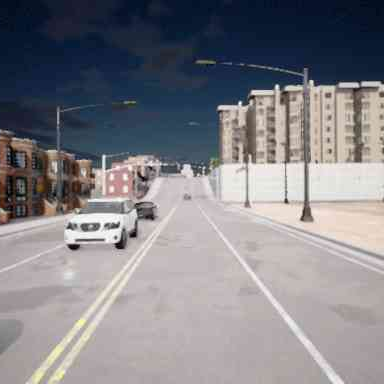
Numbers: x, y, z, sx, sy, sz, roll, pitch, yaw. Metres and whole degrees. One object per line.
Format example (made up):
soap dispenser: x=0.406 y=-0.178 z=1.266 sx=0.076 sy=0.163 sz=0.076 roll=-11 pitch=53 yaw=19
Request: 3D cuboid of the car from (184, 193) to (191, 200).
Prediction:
car: x=-1.187 y=1.111 z=86.241 sx=2.128 sy=1.511 sz=4.902 roll=-1 pitch=5 yaw=-1

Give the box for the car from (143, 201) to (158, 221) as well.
car: x=-3.940 y=1.517 z=27.907 sx=1.882 sy=1.535 sz=5.008 roll=-1 pitch=0 yaw=-1

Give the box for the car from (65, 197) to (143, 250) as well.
car: x=-3.782 y=1.259 z=14.943 sx=2.150 sy=2.045 sz=5.566 roll=-1 pitch=0 yaw=-1
